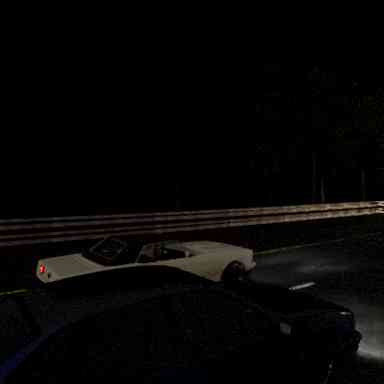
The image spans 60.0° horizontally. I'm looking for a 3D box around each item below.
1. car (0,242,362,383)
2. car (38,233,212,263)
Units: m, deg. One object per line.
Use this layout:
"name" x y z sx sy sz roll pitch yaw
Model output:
"car" -0.449 1.546 3.427 5.357 1.411 2.033 0 0 -35
"car" -0.774 1.596 7.490 4.718 1.301 1.895 0 0 -35
